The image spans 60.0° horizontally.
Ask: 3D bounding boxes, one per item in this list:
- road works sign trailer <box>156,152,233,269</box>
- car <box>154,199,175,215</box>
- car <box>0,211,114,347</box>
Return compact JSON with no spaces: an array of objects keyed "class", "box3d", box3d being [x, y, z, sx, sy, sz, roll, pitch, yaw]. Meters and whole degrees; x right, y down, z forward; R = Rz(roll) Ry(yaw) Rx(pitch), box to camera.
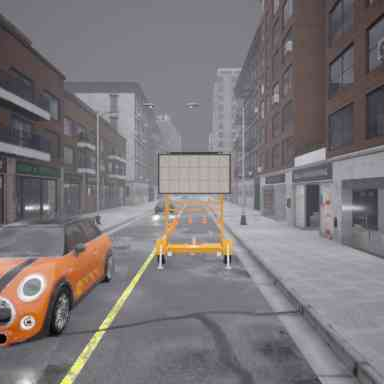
[{"class":"road works sign trailer","box3d":[0.080,0.463,11.159,2.380,3.560,2.880,0,0,0]},{"class":"car","box3d":[-2.751,1.492,34.262,1.837,1.490,4.892,0,0,0]},{"class":"car","box3d":[-3.052,1.351,6.626,2.097,1.767,4.553,0,0,0]}]
